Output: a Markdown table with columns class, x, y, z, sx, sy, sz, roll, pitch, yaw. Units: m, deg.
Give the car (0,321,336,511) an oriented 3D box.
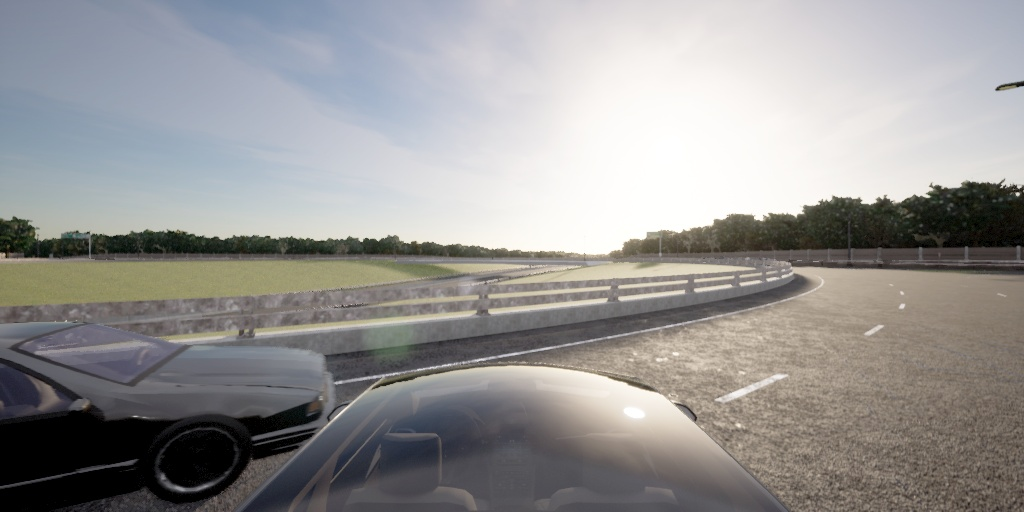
| class | x | y | z | sx | sy | sz | roll | pitch | yaw |
| --- | --- | --- | --- | --- | --- | --- | --- | --- | --- |
| car | -4.421 | 1.302 | 2.910 | 5.357 | 1.411 | 2.033 | 0 | 0 | -28 |
